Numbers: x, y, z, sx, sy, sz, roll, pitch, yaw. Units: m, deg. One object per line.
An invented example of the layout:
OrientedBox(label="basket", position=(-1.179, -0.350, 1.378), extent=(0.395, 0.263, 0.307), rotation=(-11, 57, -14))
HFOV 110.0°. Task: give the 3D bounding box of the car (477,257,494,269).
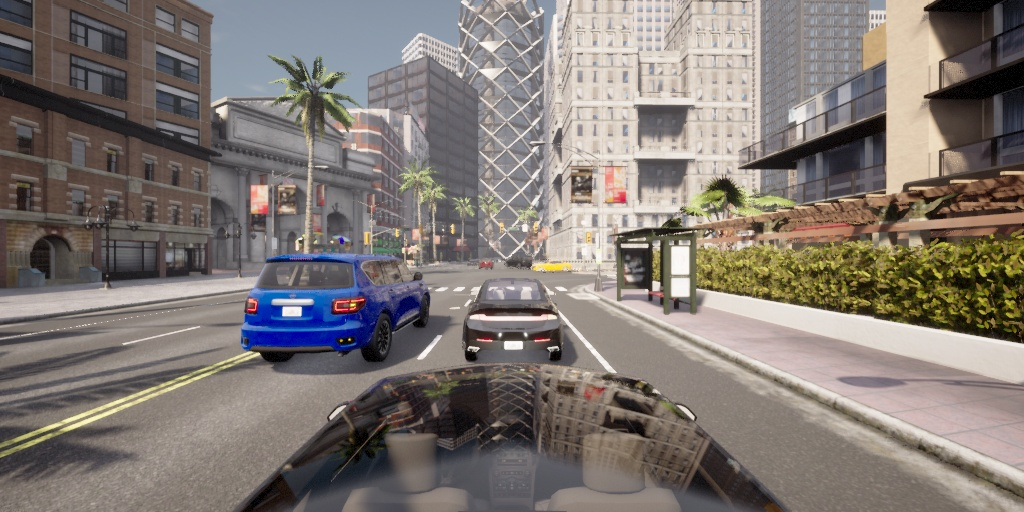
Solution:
OrientedBox(label="car", position=(-3.966, 1.102, 56.899), extent=(2.097, 1.767, 4.553), rotation=(0, 0, -1))

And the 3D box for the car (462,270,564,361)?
OrientedBox(label="car", position=(0.015, 1.242, 8.266), extent=(2.128, 1.511, 4.902), rotation=(0, 0, 0))

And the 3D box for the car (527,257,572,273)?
OrientedBox(label="car", position=(4.811, 1.227, 43.703), extent=(5.008, 1.535, 1.882), rotation=(0, -1, -13))

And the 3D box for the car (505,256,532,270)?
OrientedBox(label="car", position=(1.051, 0.971, 54.314), extent=(2.150, 2.045, 5.566), rotation=(-1, 1, -33))

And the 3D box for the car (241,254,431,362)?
OrientedBox(label="car", position=(-3.487, 0.971, 8.353), extent=(2.150, 2.045, 5.566), rotation=(0, 0, 0))
